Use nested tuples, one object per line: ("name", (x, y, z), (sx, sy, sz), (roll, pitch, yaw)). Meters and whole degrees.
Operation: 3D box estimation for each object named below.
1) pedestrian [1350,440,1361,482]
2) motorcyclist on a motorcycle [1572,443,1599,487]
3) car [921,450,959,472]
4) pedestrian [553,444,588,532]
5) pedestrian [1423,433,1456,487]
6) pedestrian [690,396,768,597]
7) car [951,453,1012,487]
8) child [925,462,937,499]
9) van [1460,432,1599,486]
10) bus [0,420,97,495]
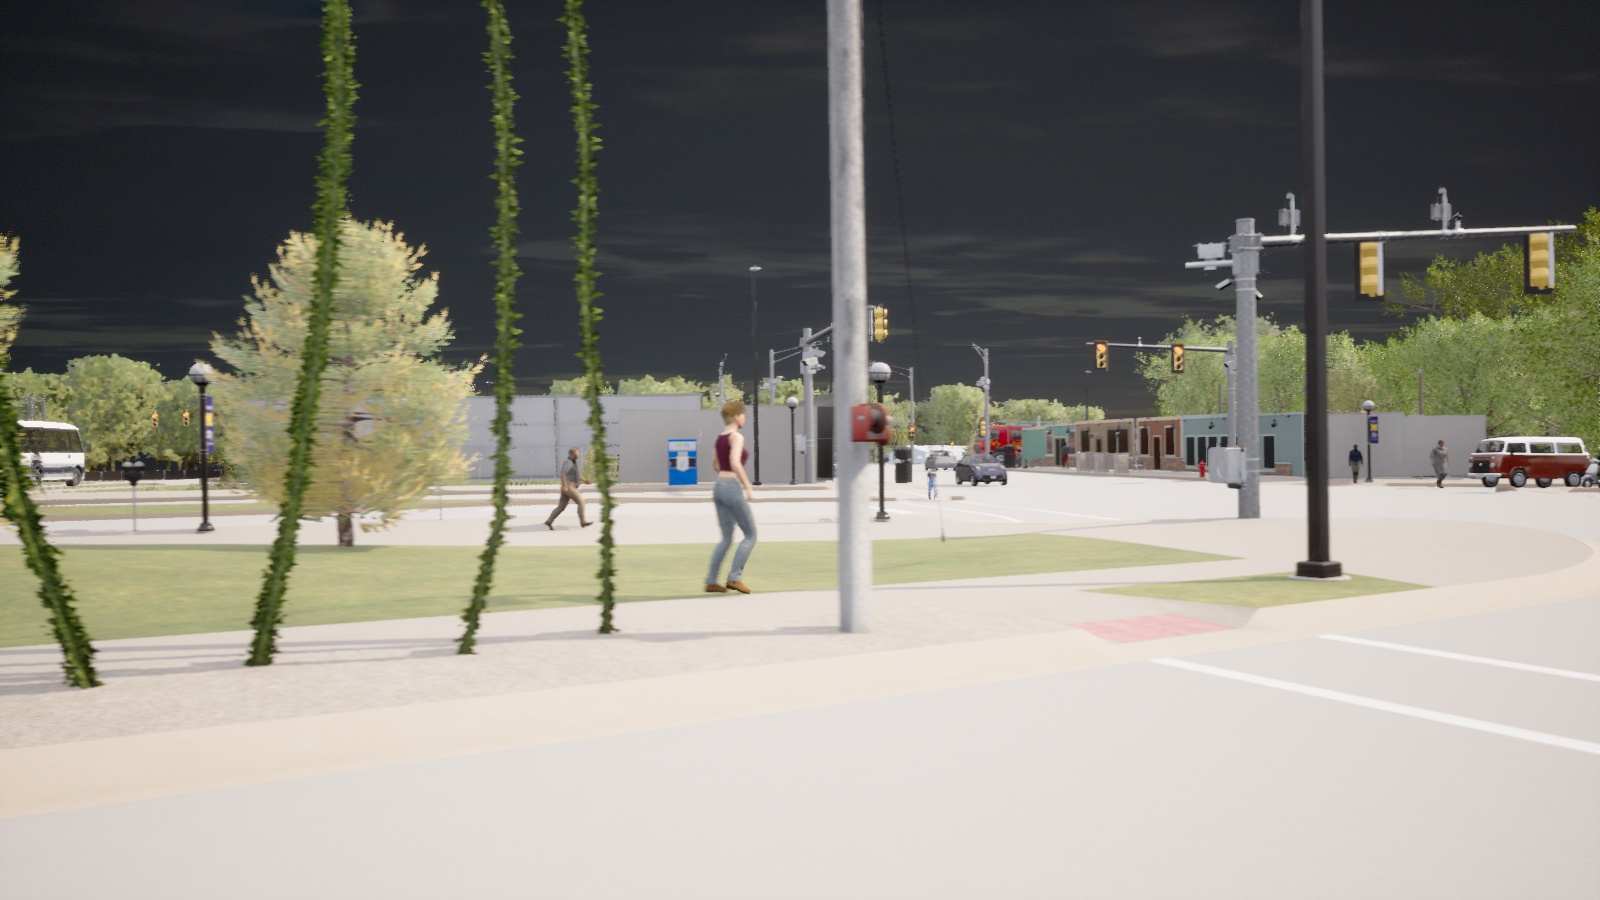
("pedestrian", (24.407, 0.469, 55.201), (0.370, 1.835, 0.726), (-1, 1, 21))
("motorcyclist on a motorcycle", (29.197, 0.541, 45.720), (1.817, 1.590, 0.866), (0, 0, -14))
("car", (10.257, 0.776, 92.159), (1.845, 1.501, 3.633), (-1, 0, -9))
("pedestrian", (-4.931, 0.810, 27.019), (0.694, 1.848, 0.540), (-1, 1, -9))
("pedestrian", (23.559, 0.369, 46.284), (0.659, 1.952, 0.873), (-1, 1, -7))
("pedestrian", (-0.664, 0.422, 11.779), (0.594, 1.836, 0.345), (-2, 1, -34))
("car", (8.572, 0.927, 59.507), (1.845, 1.501, 3.633), (-1, 0, -9))
("child", (4.521, 1.048, 43.343), (0.270, 1.263, 0.437), (-1, 1, -7))
("van", (28.746, 0.368, 49.534), (4.480, 2.038, 2.069), (1, -1, -11))
("bus", (-46.956, 0.510, 76.343), (3.944, 4.253, 10.273), (-1, 0, -9))
